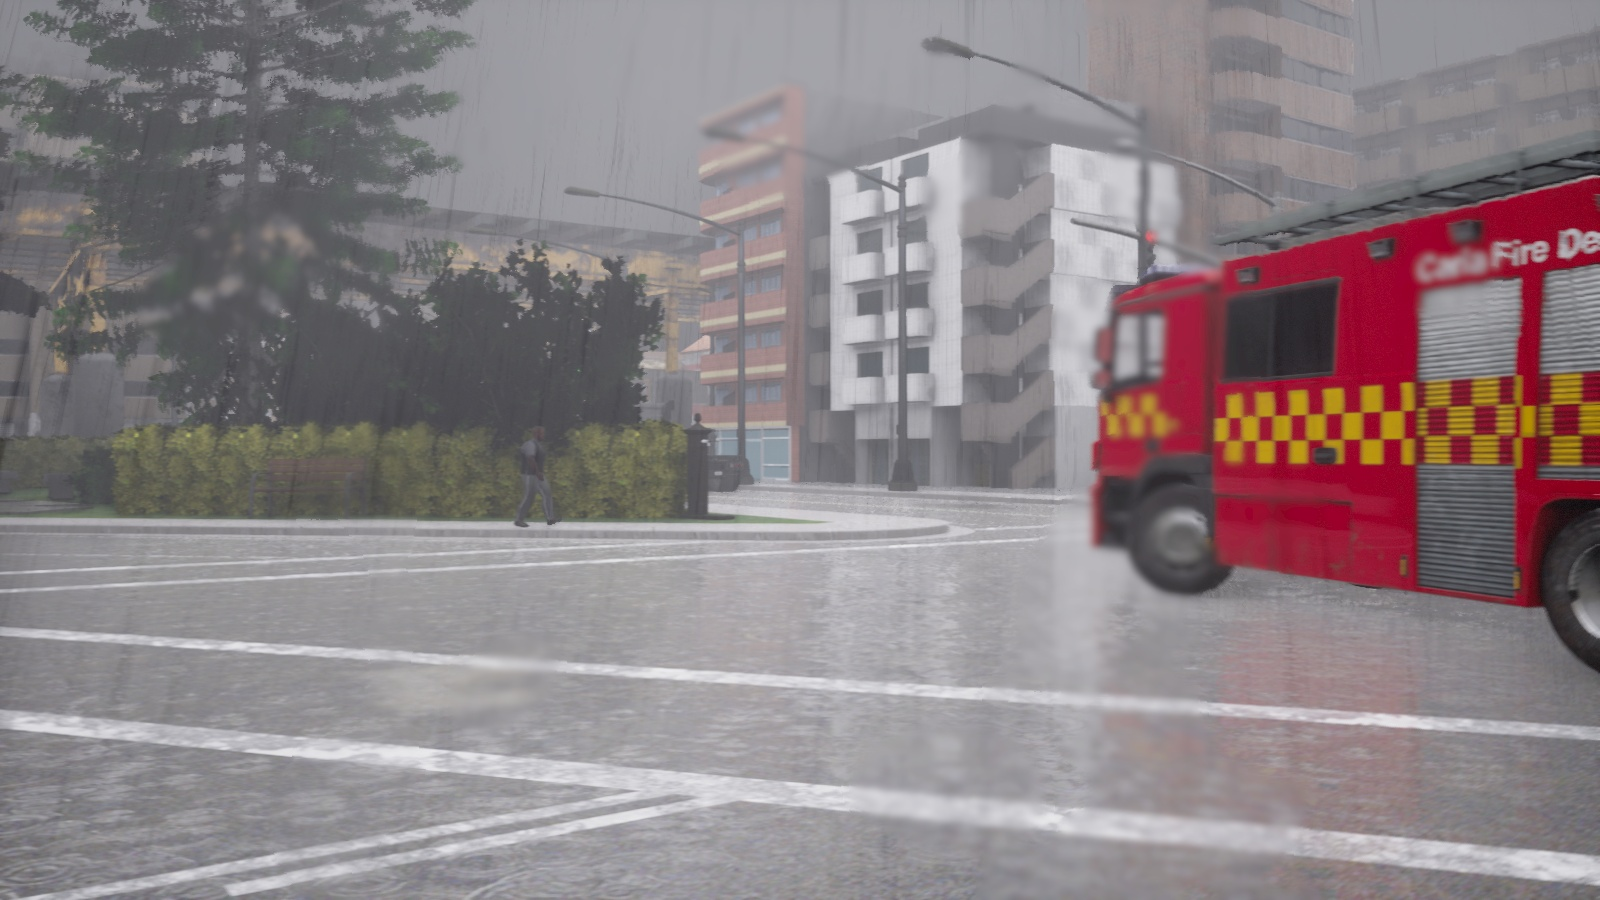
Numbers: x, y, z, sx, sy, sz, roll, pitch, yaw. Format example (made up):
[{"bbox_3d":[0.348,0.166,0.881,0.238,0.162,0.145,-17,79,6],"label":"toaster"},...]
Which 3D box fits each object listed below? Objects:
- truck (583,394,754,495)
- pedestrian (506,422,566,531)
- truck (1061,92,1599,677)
[{"bbox_3d":[-5.094,-0.191,46.986,2.891,3.462,7.936,0,0,-34],"label":"truck"},{"bbox_3d":[-4.605,0.456,21.937,0.849,1.883,0.563,0,0,13],"label":"pedestrian"},{"bbox_3d":[5.773,-0.423,11.239,2.891,3.827,8.468,0,0,-18],"label":"truck"}]
